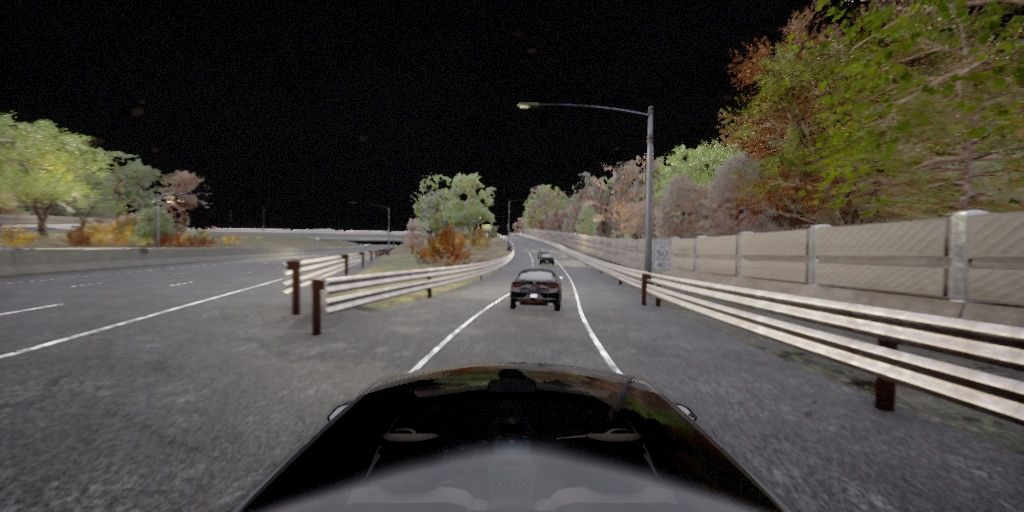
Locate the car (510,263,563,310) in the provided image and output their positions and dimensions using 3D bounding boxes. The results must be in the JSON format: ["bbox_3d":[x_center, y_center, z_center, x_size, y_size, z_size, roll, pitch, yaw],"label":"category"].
[{"bbox_3d":[1.093,1.246,14.983,1.882,1.535,5.008,1,0,8],"label":"car"}]

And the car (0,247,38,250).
[{"bbox_3d":[-43.850,-0.054,31.468,2.128,1.511,4.902,0,1,-17],"label":"car"}]

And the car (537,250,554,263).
[{"bbox_3d":[4.484,0.368,46.888,1.882,1.535,5.008,1,3,3],"label":"car"}]
